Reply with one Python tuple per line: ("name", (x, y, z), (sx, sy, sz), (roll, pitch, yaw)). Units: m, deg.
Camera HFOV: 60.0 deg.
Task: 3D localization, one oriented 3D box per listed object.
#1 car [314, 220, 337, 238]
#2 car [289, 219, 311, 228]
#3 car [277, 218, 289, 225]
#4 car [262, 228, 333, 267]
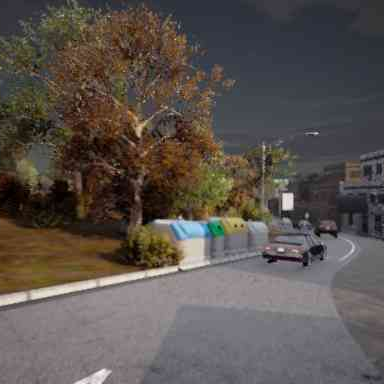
("car", (16.015, 4.354, 40.096), (2.150, 2.045, 5.566), (0, -4, 15))
("car", (18.057, 5.296, 54.988), (2.097, 1.767, 4.553), (0, -2, 3))
("car", (18.069, 5.764, 65.137), (1.812, 1.442, 4.674), (0, -1, -3))
("car", (5.105, 2.687, 16.115), (2.033, 1.411, 5.357), (0, -4, 33))
